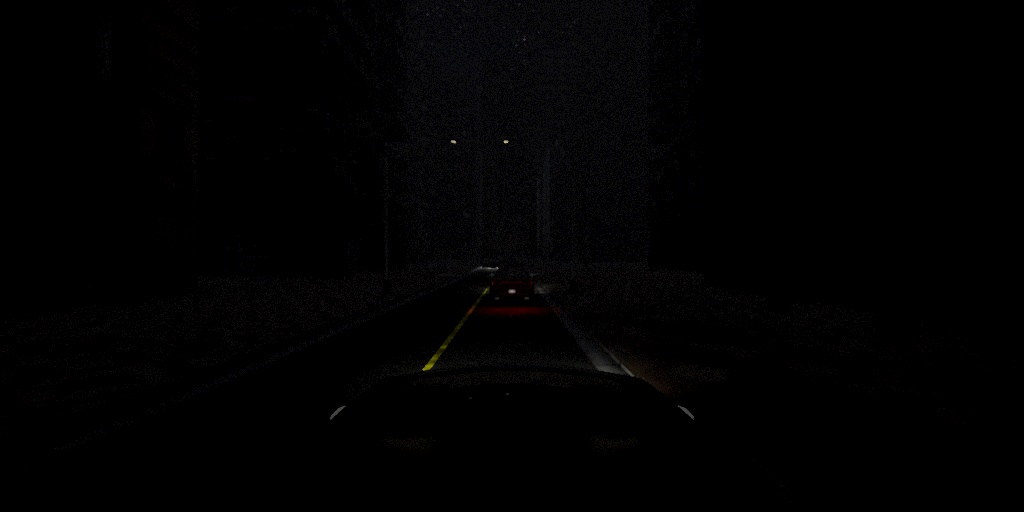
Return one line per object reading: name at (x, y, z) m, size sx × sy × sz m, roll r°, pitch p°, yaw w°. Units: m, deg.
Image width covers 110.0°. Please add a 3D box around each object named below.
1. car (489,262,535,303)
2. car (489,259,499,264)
car at (0.000, 1.231, 16.501) m, size 1.882 × 1.535 × 5.008 m, roll 0°, pitch 0°, yaw 0°
car at (-3.000, 1.275, 62.499) m, size 1.812 × 1.442 × 4.674 m, roll 0°, pitch 0°, yaw 0°
